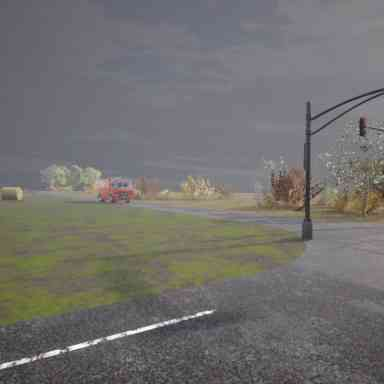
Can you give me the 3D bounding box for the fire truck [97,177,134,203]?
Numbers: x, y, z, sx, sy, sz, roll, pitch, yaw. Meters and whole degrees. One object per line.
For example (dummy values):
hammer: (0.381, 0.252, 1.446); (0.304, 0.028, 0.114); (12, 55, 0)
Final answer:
fire truck: (-11.714, -0.355, 50.067); (2.891, 3.827, 8.468); (1, 0, -32)
